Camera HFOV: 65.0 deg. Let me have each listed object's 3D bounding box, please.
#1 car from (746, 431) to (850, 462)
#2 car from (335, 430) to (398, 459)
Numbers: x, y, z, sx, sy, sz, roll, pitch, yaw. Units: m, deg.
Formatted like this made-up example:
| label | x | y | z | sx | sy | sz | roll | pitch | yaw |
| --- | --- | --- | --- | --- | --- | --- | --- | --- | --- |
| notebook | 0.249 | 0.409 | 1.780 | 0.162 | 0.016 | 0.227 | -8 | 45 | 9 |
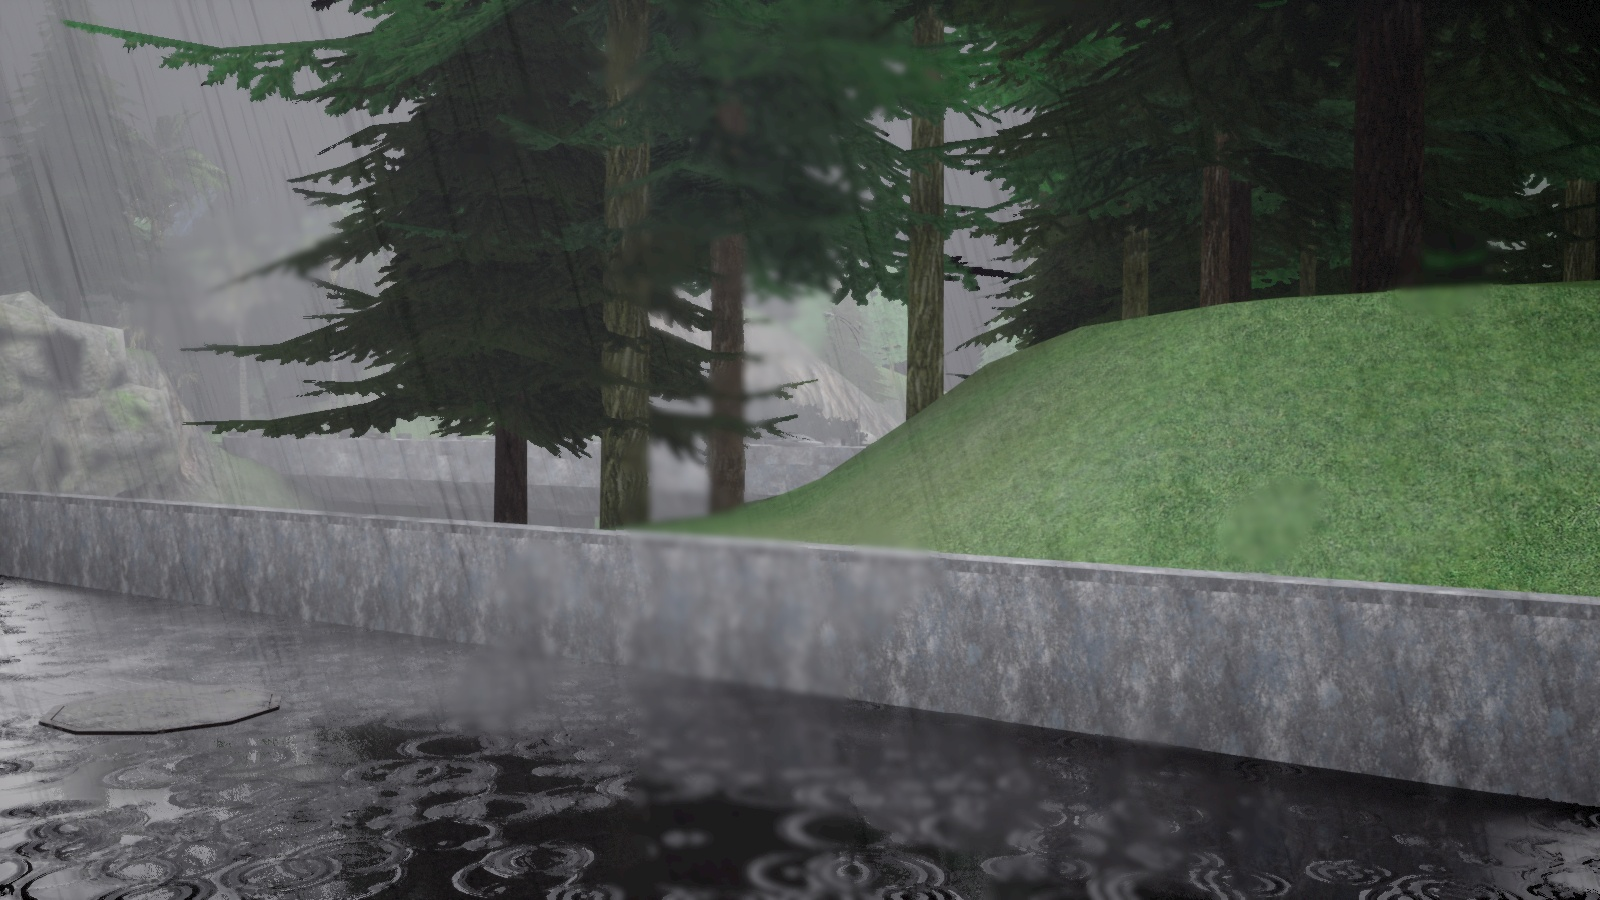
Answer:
| label | x | y | z | sx | sy | sz | roll | pitch | yaw |
| --- | --- | --- | --- | --- | --- | --- | --- | --- | --- |
| car | -0.101 | -0.182 | 63.750 | 4.902 | 1.511 | 2.128 | 0 | 1 | 34 |
| car | -28.540 | -0.341 | 82.615 | 3.866 | 1.878 | 1.905 | 0 | 1 | 34 |
